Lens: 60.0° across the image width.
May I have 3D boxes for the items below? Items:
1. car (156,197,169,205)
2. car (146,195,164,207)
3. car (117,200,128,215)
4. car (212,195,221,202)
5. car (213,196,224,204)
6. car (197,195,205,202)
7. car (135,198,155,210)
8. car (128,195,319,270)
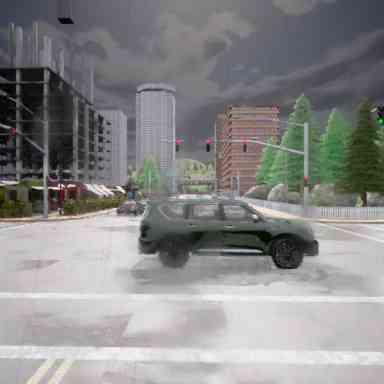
[{"bbox_3d":[-5.429,1.564,61.690,1.994,1.385,4.181,0,0,2],"label":"car"},{"bbox_3d":[-5.698,1.352,51.767,2.097,1.767,4.553,0,0,1],"label":"car"},{"bbox_3d":[-6.170,1.526,33.672,1.812,1.442,4.674,0,0,2],"label":"car"},{"bbox_3d":[5.460,1.421,74.610,1.895,1.301,4.718,0,0,1],"label":"car"},{"bbox_3d":[5.241,1.525,65.714,1.812,1.442,4.674,0,0,1],"label":"car"},{"bbox_3d":[1.960,1.326,74.667,1.837,1.490,4.892,0,0,1],"label":"car"},{"bbox_3d":[-5.927,1.526,42.762,1.812,1.442,4.674,0,0,1],"label":"car"},{"bbox_3d":[1.045,1.224,10.662,5.566,2.045,2.150,0,0,3],"label":"car"}]
